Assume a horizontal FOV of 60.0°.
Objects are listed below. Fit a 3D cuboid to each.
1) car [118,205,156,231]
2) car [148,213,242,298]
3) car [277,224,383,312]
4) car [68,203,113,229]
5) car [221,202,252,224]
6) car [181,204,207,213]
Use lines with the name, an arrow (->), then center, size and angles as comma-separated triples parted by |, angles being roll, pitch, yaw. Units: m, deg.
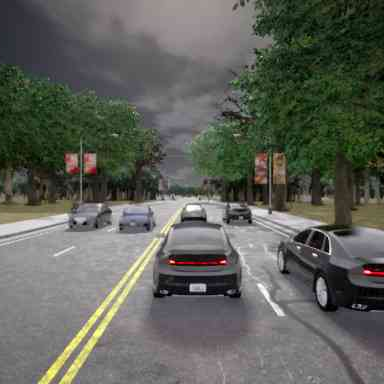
car -> -3.324, 1.554, 20.972 | 1.812, 1.442, 4.674 | 0, 0, 0
car -> 0.111, 1.510, 8.503 | 1.837, 1.490, 4.892 | 0, 0, 0
car -> 3.360, 1.509, 7.703 | 1.837, 1.490, 4.892 | 0, 0, 0
car -> -6.572, 1.521, 21.960 | 2.128, 1.511, 4.902 | 0, 0, 0
car -> 3.384, 1.541, 25.438 | 1.837, 1.490, 4.892 | 0, 0, 0
car -> 0.133, 1.601, 25.878 | 1.994, 1.385, 4.181 | 0, 0, 0
